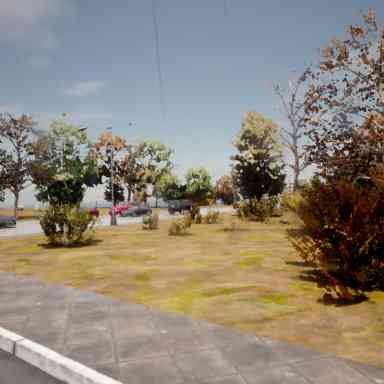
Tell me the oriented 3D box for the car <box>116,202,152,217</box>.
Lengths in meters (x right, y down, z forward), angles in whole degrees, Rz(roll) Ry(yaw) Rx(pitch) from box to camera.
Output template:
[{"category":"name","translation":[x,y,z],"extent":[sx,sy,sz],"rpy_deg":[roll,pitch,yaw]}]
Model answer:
[{"category":"car","translation":[-7.114,2.474,43.101],"extent":[1.812,1.442,4.674],"rpy_deg":[-3,-2,32]}]

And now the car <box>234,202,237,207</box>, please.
[{"category":"car","translation":[9.319,2.455,62.299],"extent":[1.882,1.535,5.008],"rpy_deg":[-3,-2,33]}]

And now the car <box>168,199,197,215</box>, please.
[{"category":"car","translation":[-1.102,2.033,45.804],"extent":[2.150,2.045,5.566],"rpy_deg":[-3,-2,32]}]

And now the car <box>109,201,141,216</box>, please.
[{"category":"car","translation":[-9.100,2.342,46.542],"extent":[2.150,2.045,5.566],"rpy_deg":[-3,-2,32]}]

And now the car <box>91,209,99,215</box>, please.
[{"category":"car","translation":[-12.117,2.385,35.172],"extent":[1.882,1.535,5.008],"rpy_deg":[-3,-2,33]}]

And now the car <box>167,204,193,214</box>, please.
[{"category":"car","translation":[-1.754,2.578,51.596],"extent":[1.994,1.385,4.181],"rpy_deg":[-3,-2,33]}]

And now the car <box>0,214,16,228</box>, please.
[{"category":"car","translation":[-16.988,2.453,27.684],"extent":[1.994,1.385,4.181],"rpy_deg":[-3,-2,34]}]
